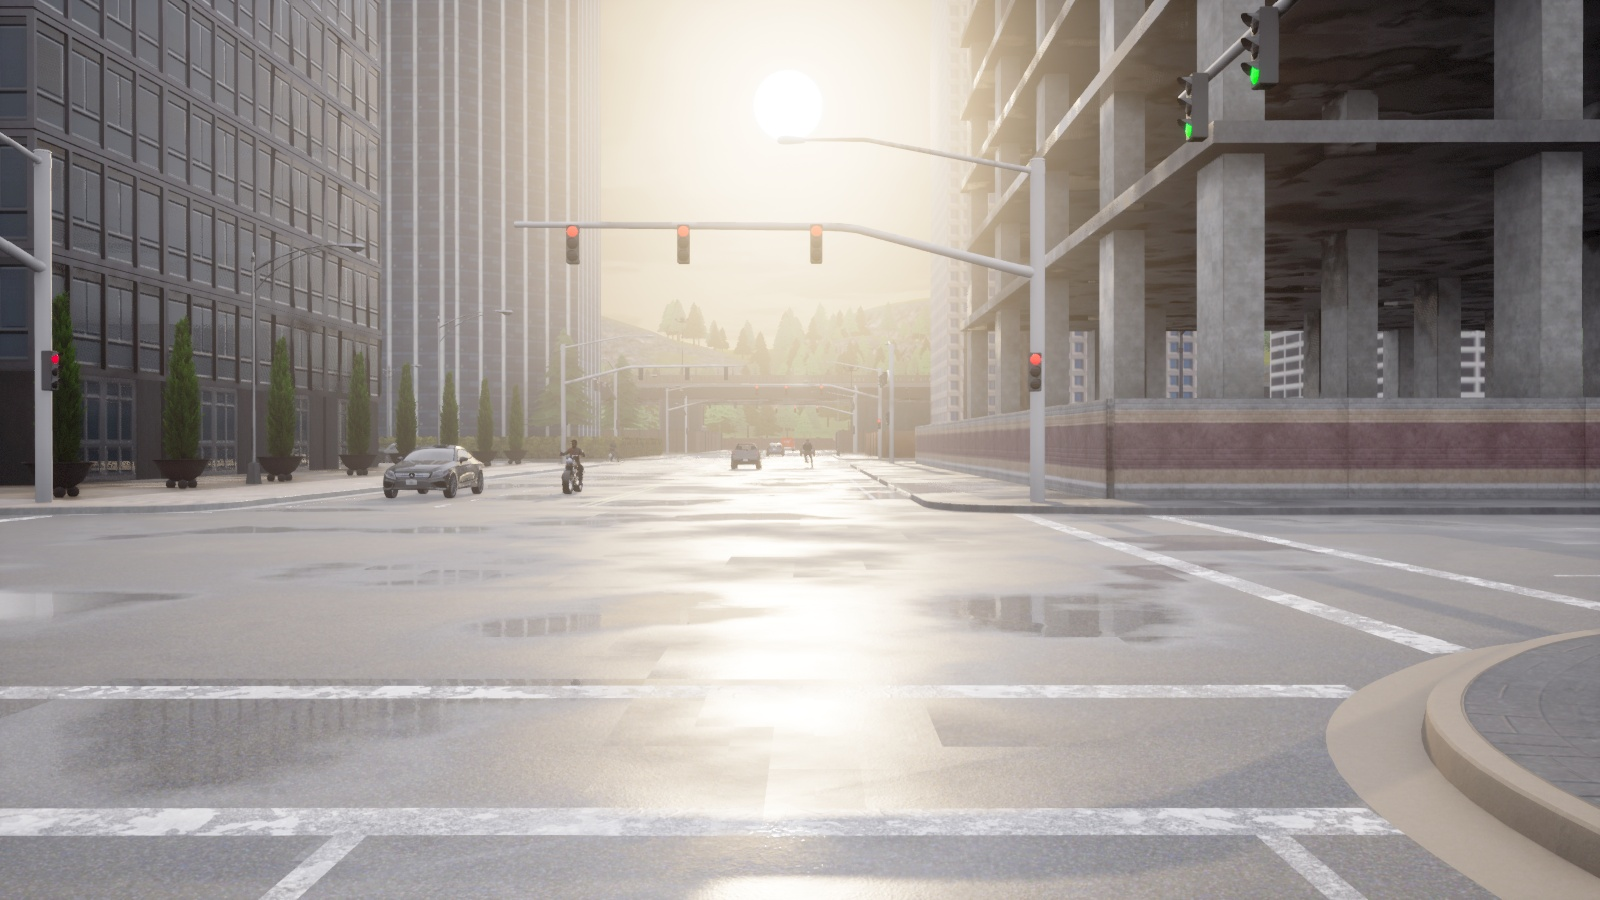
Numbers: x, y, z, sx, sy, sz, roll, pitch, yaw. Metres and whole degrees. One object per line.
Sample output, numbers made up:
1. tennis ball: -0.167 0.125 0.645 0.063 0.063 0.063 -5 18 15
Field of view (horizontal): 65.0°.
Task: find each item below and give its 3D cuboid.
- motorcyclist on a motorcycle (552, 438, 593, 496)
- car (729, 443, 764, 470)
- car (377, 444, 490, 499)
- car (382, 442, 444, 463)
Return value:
1. motorcyclist on a motorcycle: -6.765 0.480 37.403 0.766 1.649 2.350 0 0 0
2. car: -3.061 0.351 72.112 1.845 1.501 3.633 0 0 0
3. car: -10.276 0.563 35.566 1.812 1.442 4.674 0 0 0
4. car: -27.431 0.187 89.036 3.806 1.475 1.970 0 0 0
